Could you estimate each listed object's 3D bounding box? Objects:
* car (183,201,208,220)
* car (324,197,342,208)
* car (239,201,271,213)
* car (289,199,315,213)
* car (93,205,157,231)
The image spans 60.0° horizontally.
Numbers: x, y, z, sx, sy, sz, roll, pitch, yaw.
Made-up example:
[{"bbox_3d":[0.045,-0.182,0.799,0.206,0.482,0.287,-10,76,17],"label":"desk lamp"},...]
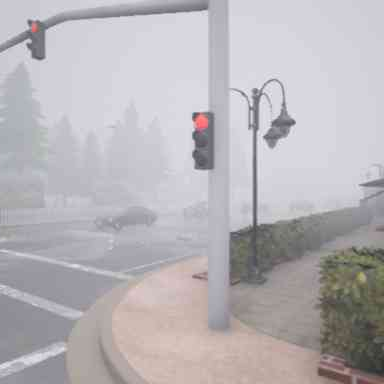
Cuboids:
[{"bbox_3d":[1.186,1.576,29.203,2.128,1.511,4.902,0,0,36],"label":"car"},{"bbox_3d":[21.756,1.583,51.298,1.837,1.490,4.892,0,0,36],"label":"car"},{"bbox_3d":[7.041,1.685,37.271,1.895,1.301,4.718,0,0,36],"label":"car"},{"bbox_3d":[12.964,1.582,39.160,1.837,1.490,4.892,0,0,36],"label":"car"},{"bbox_3d":[-4.204,1.610,21.728,1.812,1.442,4.674,0,0,35],"label":"car"}]
